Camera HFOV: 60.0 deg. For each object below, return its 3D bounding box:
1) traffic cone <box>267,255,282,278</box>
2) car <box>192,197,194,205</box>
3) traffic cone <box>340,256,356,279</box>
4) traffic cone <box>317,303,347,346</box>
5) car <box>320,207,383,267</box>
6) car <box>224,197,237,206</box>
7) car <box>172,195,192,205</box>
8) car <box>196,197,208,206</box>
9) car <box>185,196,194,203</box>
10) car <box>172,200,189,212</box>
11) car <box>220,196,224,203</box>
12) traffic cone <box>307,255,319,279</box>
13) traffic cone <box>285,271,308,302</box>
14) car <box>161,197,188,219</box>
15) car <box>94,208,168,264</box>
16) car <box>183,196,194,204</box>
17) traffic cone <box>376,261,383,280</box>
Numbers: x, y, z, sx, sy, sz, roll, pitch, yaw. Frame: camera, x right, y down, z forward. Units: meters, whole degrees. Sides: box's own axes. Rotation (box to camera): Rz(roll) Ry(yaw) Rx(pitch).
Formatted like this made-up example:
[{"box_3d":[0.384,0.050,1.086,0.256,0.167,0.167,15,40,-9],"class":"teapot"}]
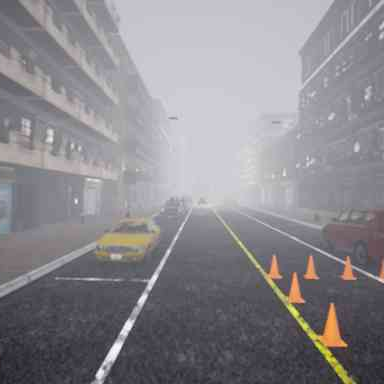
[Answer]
[{"box_3d":[2.253,2.014,9.113,0.340,0.580,0.340,1,0,1],"class":"traffic cone"},{"box_3d":[-0.797,1.436,62.717,2.192,1.841,5.009,1,0,1],"class":"car"},{"box_3d":[4.252,2.047,9.063,0.340,0.580,0.340,1,0,1],"class":"traffic cone"},{"box_3d":[2.152,2.003,5.115,0.340,0.580,0.340,1,0,1],"class":"traffic cone"},{"box_3d":[6.299,1.446,11.789,2.192,1.841,5.009,1,0,1],"class":"car"},{"box_3d":[7.580,1.784,62.670,1.752,1.417,4.829,1,0,1],"class":"car"},{"box_3d":[-1.508,1.367,34.544,2.192,1.841,5.009,1,0,1],"class":"car"},{"box_3d":[1.770,1.658,58.039,1.837,1.490,4.892,1,0,1],"class":"car"},{"box_3d":[-0.517,1.693,73.986,1.887,1.381,4.507,1,0,1],"class":"car"},{"box_3d":[-1.372,1.648,40.178,1.802,1.307,4.206,1,0,1],"class":"car"},{"box_3d":[7.860,1.829,73.769,1.887,1.381,4.507,1,0,1],"class":"car"},{"box_3d":[3.252,2.030,9.088,0.340,0.580,0.340,1,0,1],"class":"traffic cone"},{"box_3d":[2.202,2.008,7.113,0.340,0.580,0.340,1,0,1],"class":"traffic cone"},{"box_3d":[-1.654,1.478,28.909,1.967,1.590,4.097,1,0,1],"class":"car"},{"box_3d":[-2.086,1.519,11.834,1.752,1.417,4.829,1,0,1],"class":"car"},{"box_3d":[-0.657,1.575,68.350,1.967,1.590,4.097,1,0,1],"class":"car"},{"box_3d":[5.252,2.063,9.037,0.340,0.580,0.340,1,0,1],"class":"traffic cone"}]
